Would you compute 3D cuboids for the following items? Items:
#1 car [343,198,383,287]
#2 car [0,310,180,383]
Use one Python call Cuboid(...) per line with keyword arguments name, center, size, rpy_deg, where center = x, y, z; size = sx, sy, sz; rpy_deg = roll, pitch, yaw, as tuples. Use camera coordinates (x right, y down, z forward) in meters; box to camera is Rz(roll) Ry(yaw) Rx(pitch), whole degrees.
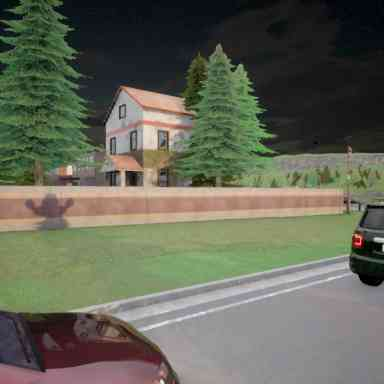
Cuboid(name="car", center=(6.113, 1.221, 8.137), size=(5.566, 2.045, 2.150), rpy_deg=(0, 0, -35))
Cuboid(name="car", center=(-2.115, 1.564, 2.355), size=(4.181, 1.385, 1.994), rpy_deg=(0, 0, -34))
